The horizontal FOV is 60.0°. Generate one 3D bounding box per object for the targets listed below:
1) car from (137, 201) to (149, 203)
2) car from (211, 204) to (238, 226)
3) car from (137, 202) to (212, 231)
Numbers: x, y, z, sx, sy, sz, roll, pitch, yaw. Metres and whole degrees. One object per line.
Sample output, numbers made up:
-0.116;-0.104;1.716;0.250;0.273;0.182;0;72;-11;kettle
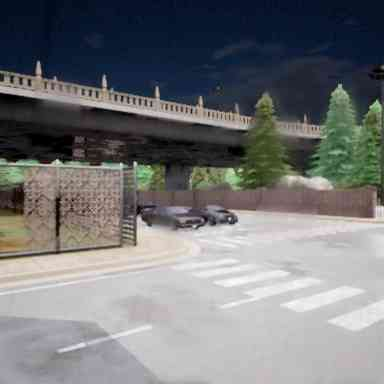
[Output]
-4.423;1.586;31.470;1.994;1.385;4.181;0;0;-36;car
1.308;1.586;23.457;1.994;1.385;4.181;0;0;-36;car
-1.363;1.577;21.146;2.033;1.411;5.357;0;0;-35;car
